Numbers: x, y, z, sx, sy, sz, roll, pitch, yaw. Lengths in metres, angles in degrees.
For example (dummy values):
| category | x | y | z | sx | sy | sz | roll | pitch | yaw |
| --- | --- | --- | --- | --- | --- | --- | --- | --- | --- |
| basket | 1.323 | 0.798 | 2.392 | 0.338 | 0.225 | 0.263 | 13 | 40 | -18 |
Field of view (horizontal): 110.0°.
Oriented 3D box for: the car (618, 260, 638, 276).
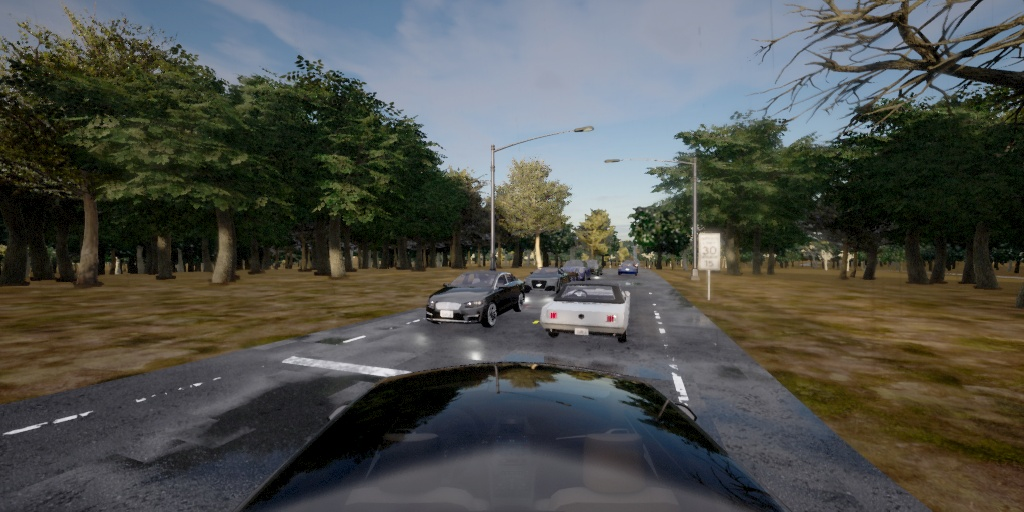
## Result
| category | x | y | z | sx | sy | sz | roll | pitch | yaw |
| --- | --- | --- | --- | --- | --- | --- | --- | --- | --- |
| car | 12.711 | 1.416 | 39.283 | 1.994 | 1.385 | 4.181 | 0 | -1 | 20 |

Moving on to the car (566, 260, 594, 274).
| category | x | y | z | sx | sy | sz | roll | pitch | yaw |
| --- | --- | --- | --- | --- | --- | --- | --- | --- | --- |
| car | 4.969 | 1.094 | 28.330 | 2.097 | 1.767 | 4.553 | 0 | 0 | 20 |

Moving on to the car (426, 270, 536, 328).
| category | x | y | z | sx | sy | sz | roll | pitch | yaw |
| --- | --- | --- | --- | --- | --- | --- | --- | --- | --- |
| car | -0.950 | 1.233 | 11.623 | 2.128 | 1.511 | 4.902 | 0 | 0 | 18 |

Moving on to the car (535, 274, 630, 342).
| category | x | y | z | sx | sy | sz | roll | pitch | yaw |
| --- | --- | --- | --- | --- | --- | --- | --- | --- | --- |
| car | 2.250 | 1.344 | 9.843 | 1.895 | 1.301 | 4.718 | 0 | 0 | 19 |

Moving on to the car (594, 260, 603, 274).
| category | x | y | z | sx | sy | sz | roll | pitch | yaw |
| --- | --- | --- | --- | --- | --- | --- | --- | --- | --- |
| car | 8.290 | 1.165 | 37.636 | 2.097 | 1.767 | 4.553 | 0 | -1 | 20 |

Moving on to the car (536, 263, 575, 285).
| category | x | y | z | sx | sy | sz | roll | pitch | yaw |
| --- | --- | --- | --- | --- | --- | --- | --- | --- | --- |
| car | 2.033 | 1.296 | 20.029 | 1.994 | 1.385 | 4.181 | 0 | 0 | 20 |
